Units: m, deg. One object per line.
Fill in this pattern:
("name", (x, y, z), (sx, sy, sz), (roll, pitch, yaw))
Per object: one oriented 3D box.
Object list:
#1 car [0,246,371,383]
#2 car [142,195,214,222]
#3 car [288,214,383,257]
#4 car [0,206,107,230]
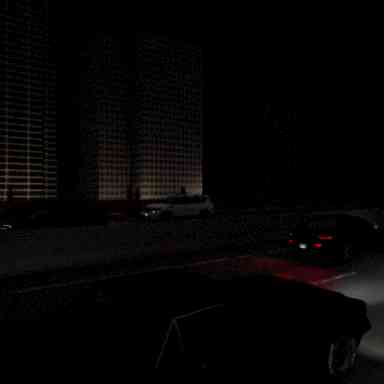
("car", (0.005, 1.601, 3.750), (4.718, 1.301, 1.895), (0, 0, -36))
("car", (-0.926, 1.225, 24.843), (5.566, 2.045, 2.150), (0, 0, -35))
("car", (5.396, 1.528, 11.895), (4.674, 1.442, 1.812), (0, 0, -36))
("car", (-6.742, 1.479, 16.381), (5.008, 1.535, 1.882), (0, 0, -35))
